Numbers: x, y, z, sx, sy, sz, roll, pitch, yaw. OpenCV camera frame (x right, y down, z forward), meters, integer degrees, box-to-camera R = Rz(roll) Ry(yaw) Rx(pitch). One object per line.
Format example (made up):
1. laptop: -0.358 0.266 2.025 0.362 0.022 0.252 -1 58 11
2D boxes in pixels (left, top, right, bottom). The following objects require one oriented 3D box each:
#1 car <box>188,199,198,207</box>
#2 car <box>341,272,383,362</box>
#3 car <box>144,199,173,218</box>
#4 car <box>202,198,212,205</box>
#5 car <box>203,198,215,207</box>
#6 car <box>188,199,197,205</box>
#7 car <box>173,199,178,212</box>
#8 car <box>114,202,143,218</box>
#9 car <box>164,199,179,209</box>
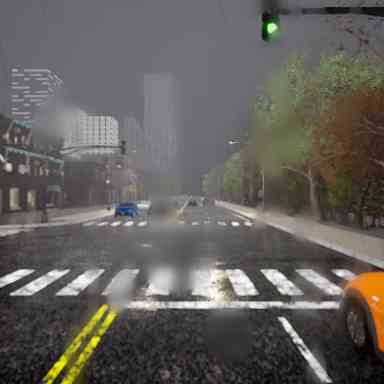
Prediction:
1. car: 0.161 2.100 63.580 2.033 1.411 5.357 0 0 1
2. car: 3.353 1.382 3.327 2.097 1.767 4.553 0 -1 0
3. car: -3.319 1.776 34.001 1.882 1.535 5.008 0 0 0
4. car: 3.326 2.120 74.025 1.882 1.535 5.008 0 0 0
5. car: 3.410 2.047 63.860 2.128 1.511 4.902 0 0 0
6. car: 0.076 2.238 74.072 1.895 1.301 4.718 0 0 0
7. car: -3.306 1.948 43.963 1.994 1.385 4.181 0 0 0
8. car: -6.577 1.774 33.884 1.882 1.535 5.008 0 0 -1
9. car: -3.289 1.960 53.938 2.128 1.511 4.902 0 0 0
